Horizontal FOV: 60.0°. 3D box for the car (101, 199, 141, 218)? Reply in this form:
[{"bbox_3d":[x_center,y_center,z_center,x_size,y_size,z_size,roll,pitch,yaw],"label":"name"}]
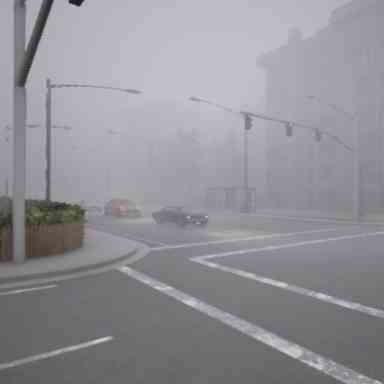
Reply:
[{"bbox_3d":[-6.469,1.409,30.995,2.097,1.767,4.553,0,0,-35],"label":"car"}]

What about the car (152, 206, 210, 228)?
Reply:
[{"bbox_3d":[-0.849,1.656,22.867,1.895,1.301,4.718,0,0,-35],"label":"car"}]

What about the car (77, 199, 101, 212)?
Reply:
[{"bbox_3d":[-12.223,1.584,39.343,1.812,1.442,4.674,0,0,-35],"label":"car"}]
